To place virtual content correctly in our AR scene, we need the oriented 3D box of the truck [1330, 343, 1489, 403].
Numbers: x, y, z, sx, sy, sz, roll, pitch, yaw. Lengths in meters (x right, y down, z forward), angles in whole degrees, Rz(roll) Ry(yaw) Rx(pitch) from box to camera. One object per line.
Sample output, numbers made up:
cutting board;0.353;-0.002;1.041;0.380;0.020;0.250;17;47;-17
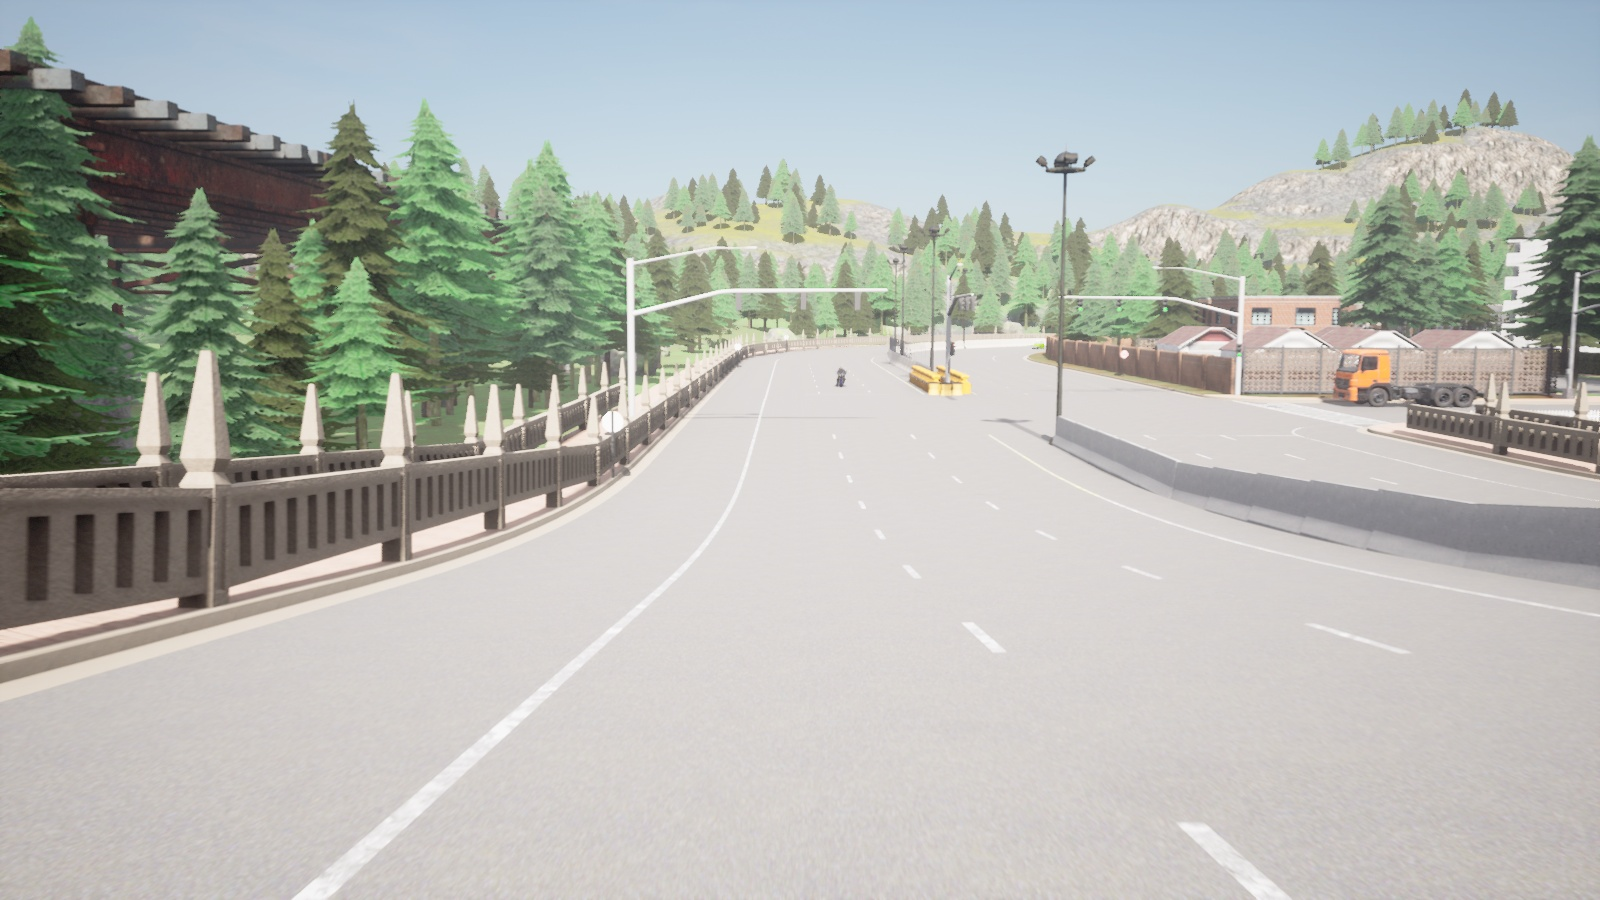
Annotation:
truck;36.332;-4.629;75.043;7.936;3.462;2.891;0;6;1
